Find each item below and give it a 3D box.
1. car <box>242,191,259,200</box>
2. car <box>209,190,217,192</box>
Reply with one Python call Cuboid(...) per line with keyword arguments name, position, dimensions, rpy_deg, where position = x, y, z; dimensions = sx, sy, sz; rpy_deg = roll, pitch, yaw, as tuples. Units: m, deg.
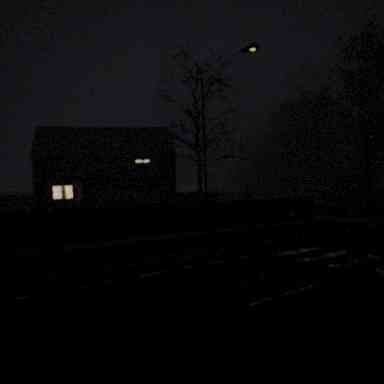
Cuboid(name="car", position=(8.116, 0.627, 45.320), dimensions=(1.882, 1.535, 5.008), rpy_deg=(-3, 2, -15))
Cuboid(name="car", position=(3.914, 0.409, 61.291), dimensions=(1.837, 1.490, 4.892), rpy_deg=(-3, 2, -14))
